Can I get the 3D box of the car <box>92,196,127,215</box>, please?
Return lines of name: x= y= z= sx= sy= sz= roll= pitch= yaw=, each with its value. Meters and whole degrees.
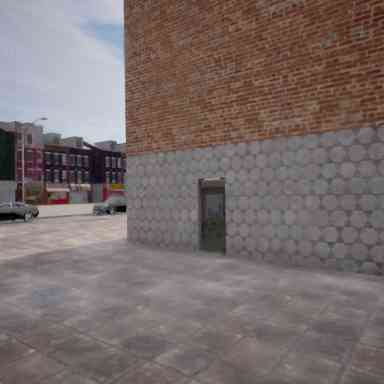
car: x=-7.121 y=1.194 z=31.360 sx=2.097 sy=1.767 sz=4.553 roll=-2 pitch=0 yaw=36

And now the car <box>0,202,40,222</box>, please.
car: x=-13.157 y=1.443 z=23.054 sx=2.128 sy=1.511 sz=4.902 roll=-2 pitch=0 yaw=36
